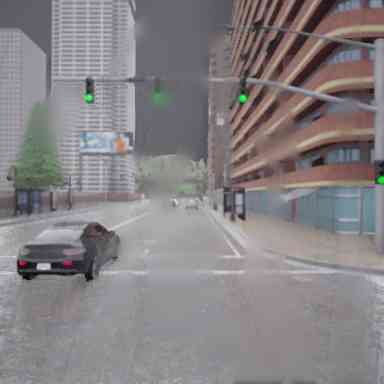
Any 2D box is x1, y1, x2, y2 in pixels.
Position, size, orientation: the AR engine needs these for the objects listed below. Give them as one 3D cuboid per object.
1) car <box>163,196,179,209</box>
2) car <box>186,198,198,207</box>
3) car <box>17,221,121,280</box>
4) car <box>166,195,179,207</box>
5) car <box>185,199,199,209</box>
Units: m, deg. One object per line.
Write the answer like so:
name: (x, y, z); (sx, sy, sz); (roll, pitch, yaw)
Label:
car: (-3.428, 1.858, 51.194); (2.128, 1.511, 4.902); (0, 0, 0)
car: (-0.032, 1.931, 60.295); (2.128, 1.511, 4.902); (0, 0, 0)
car: (-3.406, 1.594, 9.949); (1.812, 1.442, 4.674); (0, -1, 0)
car: (-3.535, 1.655, 61.125); (2.150, 2.045, 5.566); (0, 0, -2)
car: (-0.027, 1.903, 51.296); (1.812, 1.442, 4.674); (0, 0, 0)
